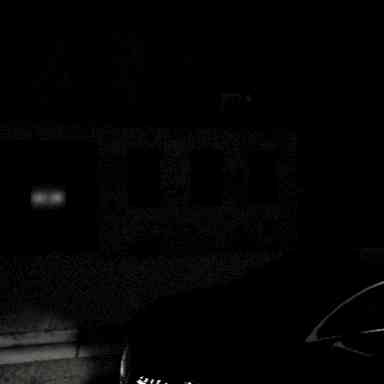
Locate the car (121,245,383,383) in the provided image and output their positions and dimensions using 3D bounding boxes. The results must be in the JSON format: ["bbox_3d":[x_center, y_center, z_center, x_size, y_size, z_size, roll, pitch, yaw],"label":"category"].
[{"bbox_3d":[1.716,1.418,3.660,4.892,1.490,1.837,0,2,-14],"label":"car"}]
